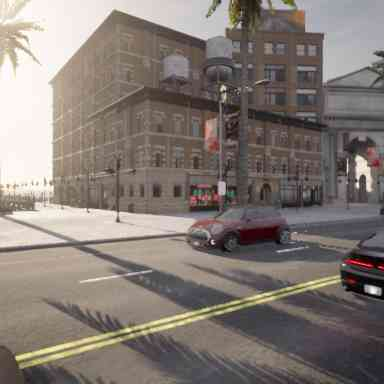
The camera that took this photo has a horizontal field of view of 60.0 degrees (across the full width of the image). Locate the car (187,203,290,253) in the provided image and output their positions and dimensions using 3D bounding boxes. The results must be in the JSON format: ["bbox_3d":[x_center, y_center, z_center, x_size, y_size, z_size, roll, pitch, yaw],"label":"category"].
[{"bbox_3d":[2.004,1.374,13.947,4.553,1.767,2.097,0,0,-35],"label":"car"}]

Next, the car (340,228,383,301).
[{"bbox_3d":[5.263,1.526,7.459,4.892,1.490,1.837,0,0,-36],"label":"car"}]

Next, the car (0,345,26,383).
[{"bbox_3d":[-3.491,1.542,1.247,5.357,1.411,2.033,0,0,-36],"label":"car"}]
